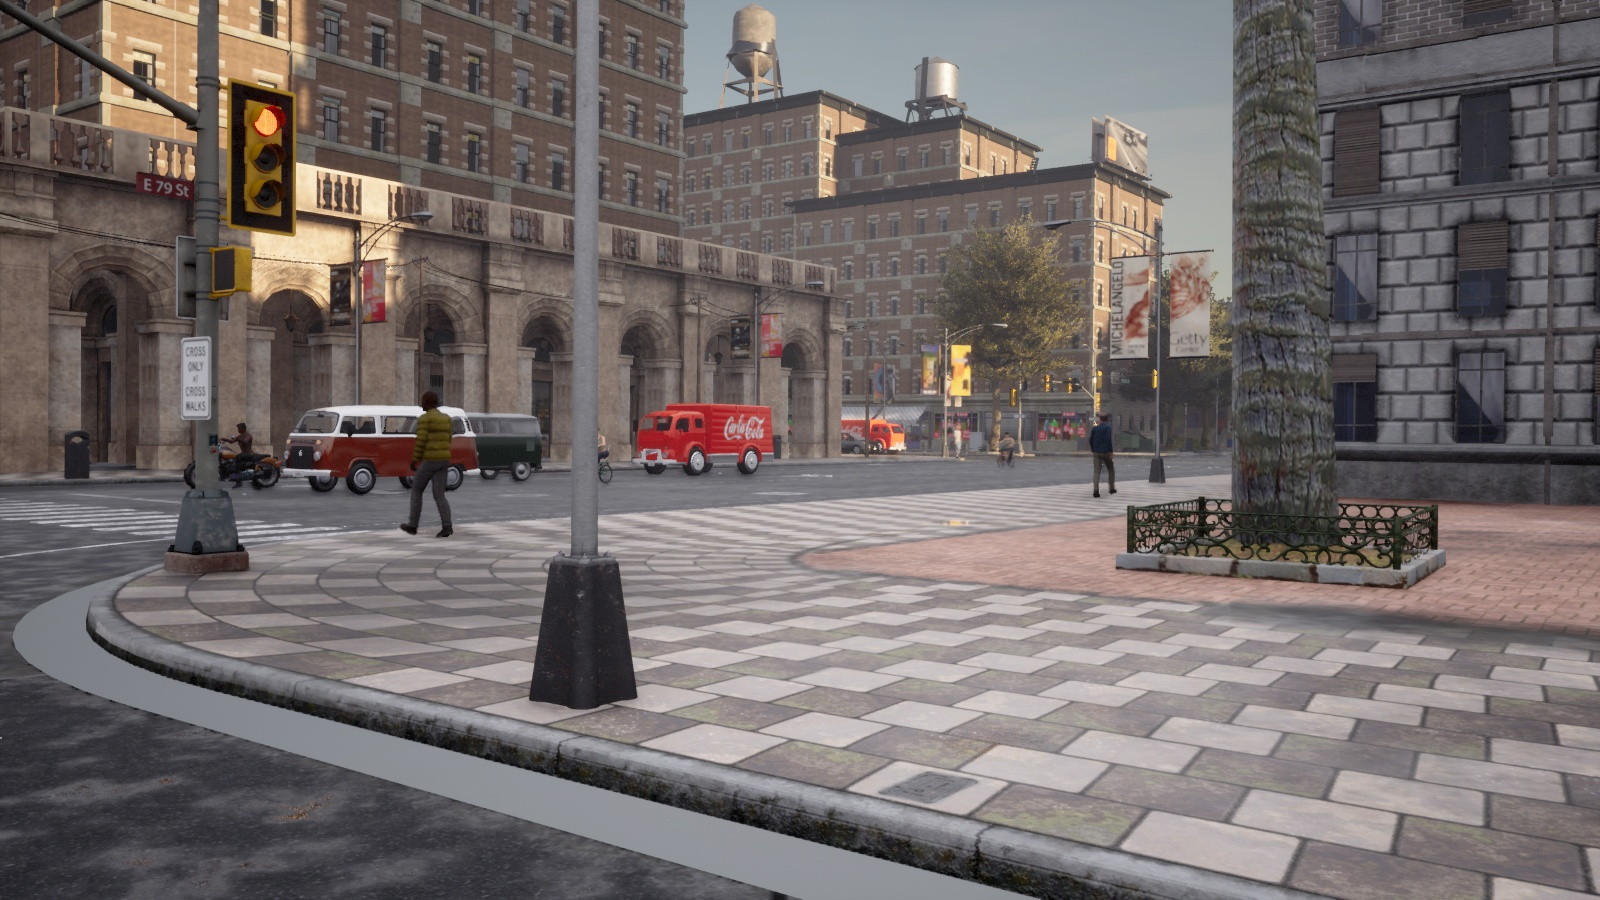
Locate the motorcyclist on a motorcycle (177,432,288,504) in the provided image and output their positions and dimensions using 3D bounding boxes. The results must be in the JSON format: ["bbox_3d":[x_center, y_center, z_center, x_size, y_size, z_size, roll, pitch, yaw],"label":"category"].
[{"bbox_3d":[-13.624,0.392,30.220,0.766,1.649,2.350,0,1,37],"label":"motorcyclist on a motorcycle"}]

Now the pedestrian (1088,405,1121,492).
[{"bbox_3d":[6.540,-0.039,26.938,0.402,1.842,0.726,0,1,40],"label":"pedestrian"}]

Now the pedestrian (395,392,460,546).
[{"bbox_3d":[-4.543,0.220,15.325,0.726,1.835,0.370,0,1,36],"label":"pedestrian"}]

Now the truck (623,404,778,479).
[{"bbox_3d":[-3.416,-0.326,44.056,2.627,2.467,5.204,0,1,37],"label":"truck"}]

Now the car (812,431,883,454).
[{"bbox_3d":[3.231,-0.518,85.469,4.514,1.525,2.007,0,1,37],"label":"car"}]

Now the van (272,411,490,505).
[{"bbox_3d":[-9.788,0.138,29.663,2.069,2.038,4.480,0,1,37],"label":"van"}]

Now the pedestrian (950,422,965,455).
[{"bbox_3d":[8.626,-0.629,68.705,0.354,1.836,0.706,-1,1,-44],"label":"pedestrian"}]

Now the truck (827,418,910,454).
[{"bbox_3d":[4.817,-1.009,88.613,5.204,2.467,2.627,0,1,36],"label":"truck"}]

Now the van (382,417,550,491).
[{"bbox_3d":[-9.462,0.080,35.893,1.775,1.987,4.442,0,1,38],"label":"van"}]
